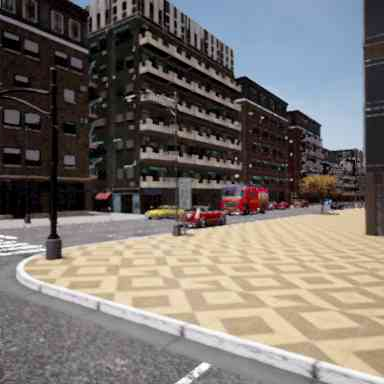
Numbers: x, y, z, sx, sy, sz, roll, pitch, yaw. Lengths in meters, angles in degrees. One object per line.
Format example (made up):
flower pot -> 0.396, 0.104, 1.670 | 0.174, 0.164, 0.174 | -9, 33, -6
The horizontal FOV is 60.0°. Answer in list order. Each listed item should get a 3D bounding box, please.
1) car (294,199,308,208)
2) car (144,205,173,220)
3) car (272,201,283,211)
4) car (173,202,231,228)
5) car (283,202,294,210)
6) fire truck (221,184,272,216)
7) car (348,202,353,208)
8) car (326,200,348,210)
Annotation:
car -> 23.259, 2.494, 70.957 | 2.192, 1.841, 5.009 | -2, -2, 35
car -> -2.800, 1.995, 33.818 | 1.752, 1.417, 4.829 | -2, -2, 35
car -> 13.524, 2.354, 57.081 | 1.967, 1.590, 4.097 | -2, -2, 35
car -> 0.859, 1.747, 24.564 | 1.967, 1.590, 4.097 | -2, -2, 35
car -> 16.771, 2.547, 61.702 | 1.887, 1.381, 4.507 | -2, -2, 35
fire truck -> 6.990, 0.987, 43.159 | 2.891, 3.827, 8.468 | -1, -1, 35
car -> 33.314, 2.740, 70.801 | 2.008, 1.369, 4.403 | -2, -2, 35
car -> 26.824, 2.579, 61.553 | 1.947, 1.339, 4.313 | -2, -2, 35
